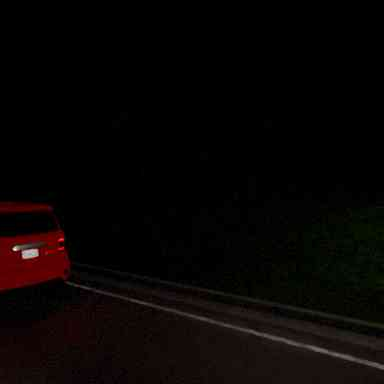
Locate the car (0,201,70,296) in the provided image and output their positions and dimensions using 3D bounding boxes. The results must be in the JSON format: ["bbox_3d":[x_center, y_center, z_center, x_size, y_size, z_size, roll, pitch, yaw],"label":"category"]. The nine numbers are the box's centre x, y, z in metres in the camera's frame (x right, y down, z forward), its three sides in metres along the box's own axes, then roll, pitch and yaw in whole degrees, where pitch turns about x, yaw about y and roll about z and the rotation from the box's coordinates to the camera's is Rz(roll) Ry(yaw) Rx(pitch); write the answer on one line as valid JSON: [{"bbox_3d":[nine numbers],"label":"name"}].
[{"bbox_3d":[-5.154,1.220,7.669,5.566,2.045,2.150,0,0,36],"label":"car"}]
